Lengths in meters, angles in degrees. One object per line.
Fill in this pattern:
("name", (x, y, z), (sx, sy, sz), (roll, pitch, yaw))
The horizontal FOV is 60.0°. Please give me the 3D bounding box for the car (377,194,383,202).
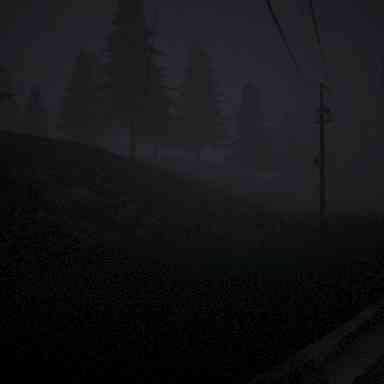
("car", (38.355, 1.167, 66.545), (1.837, 1.490, 4.892), (0, 0, 25))
